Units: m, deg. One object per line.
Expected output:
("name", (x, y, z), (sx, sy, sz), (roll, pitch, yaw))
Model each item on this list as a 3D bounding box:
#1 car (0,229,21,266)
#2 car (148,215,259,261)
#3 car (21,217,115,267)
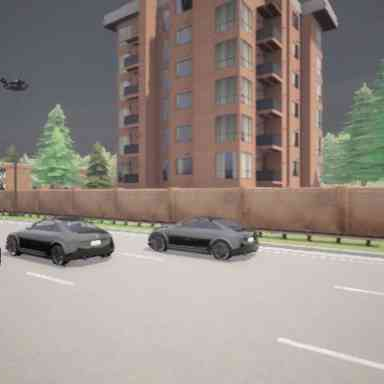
("car", (-7.032, 1.496, 9.010), (4.902, 1.511, 2.128), (0, 0, 36))
("car", (0.348, 1.567, 12.340), (4.181, 1.385, 1.994), (0, 0, 36))
("car", (-4.653, 1.568, 11.611), (4.181, 1.385, 1.994), (0, 0, 36))
